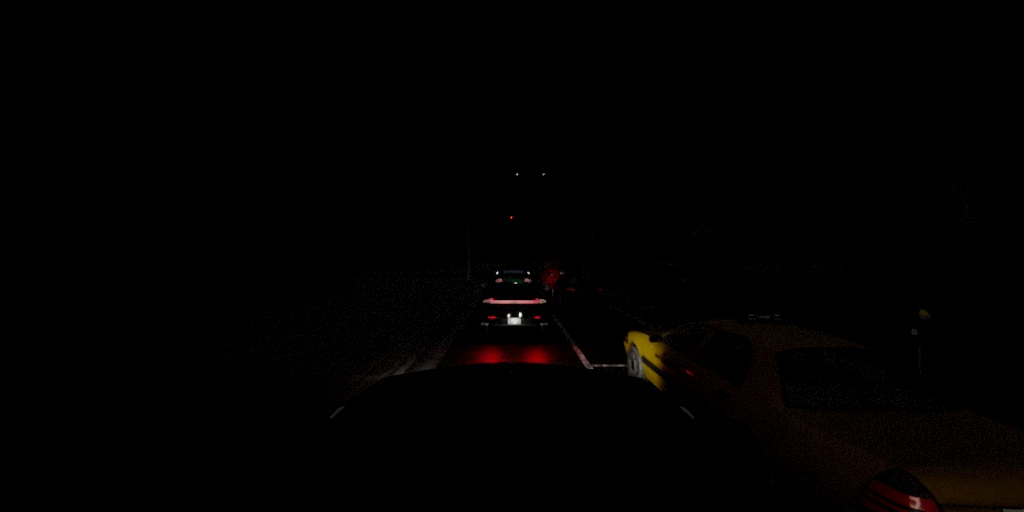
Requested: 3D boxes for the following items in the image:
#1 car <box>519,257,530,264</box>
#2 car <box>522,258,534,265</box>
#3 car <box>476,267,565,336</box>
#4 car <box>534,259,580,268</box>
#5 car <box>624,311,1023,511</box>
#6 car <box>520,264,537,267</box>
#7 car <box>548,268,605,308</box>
[{"bbox_3d":[2.723,1.374,62.984,1.888,1.381,4.507,0,0,0],"label":"car"},{"bbox_3d":[2.700,1.335,46.673,1.888,1.381,4.507,0,0,0],"label":"car"},{"bbox_3d":[0.077,1.241,10.417,2.128,1.511,4.902,0,0,1],"label":"car"},{"bbox_3d":[2.664,1.068,20.244,2.192,1.841,5.009,0,0,0],"label":"car"},{"bbox_3d":[2.642,1.275,4.067,1.751,1.417,4.829,0,0,0],"label":"car"},{"bbox_3d":[0.053,1.317,19.362,1.994,1.385,4.181,0,0,-1],"label":"car"},{"bbox_3d":[2.656,1.332,14.795,1.802,1.307,4.207,0,0,0],"label":"car"}]
